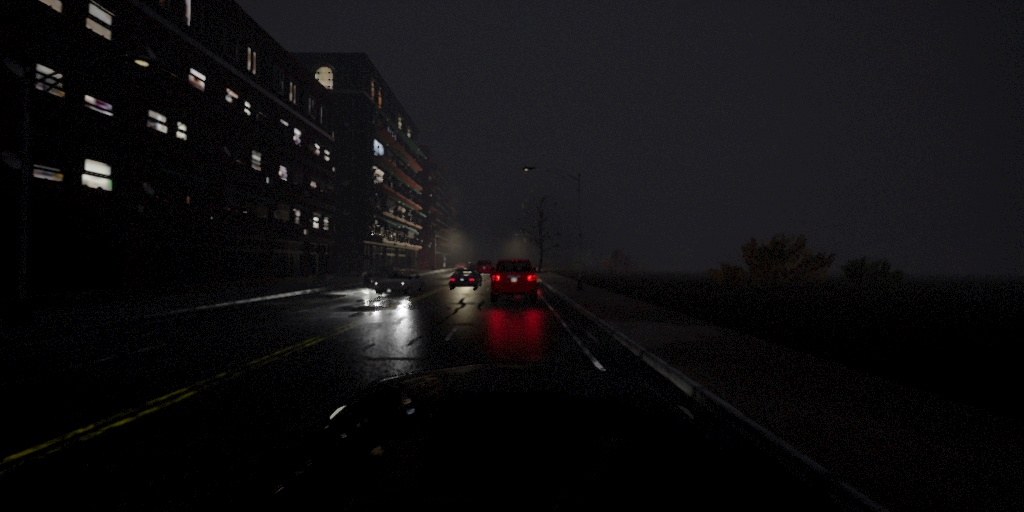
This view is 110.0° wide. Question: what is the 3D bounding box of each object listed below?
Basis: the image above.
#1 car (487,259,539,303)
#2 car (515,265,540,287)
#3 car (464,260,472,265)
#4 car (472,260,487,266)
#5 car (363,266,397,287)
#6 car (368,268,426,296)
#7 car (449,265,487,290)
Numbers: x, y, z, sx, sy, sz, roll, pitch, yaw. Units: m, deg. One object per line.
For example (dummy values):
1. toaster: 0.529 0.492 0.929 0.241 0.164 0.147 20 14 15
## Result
1. car: 0.090 1.171 18.321 2.150 2.045 5.566 0 -1 0
2. car: 1.122 1.528 28.727 1.801 1.575 5.366 0 -1 0
3. car: -6.581 1.705 63.763 2.150 2.045 5.566 0 -1 1
4. car: -3.173 1.471 43.589 2.150 2.045 5.566 0 0 0
5. car: -9.867 1.554 27.875 2.128 1.511 4.902 0 -1 0
6. car: -6.611 1.588 21.501 1.895 1.301 4.718 0 -1 0
7. car: -3.162 1.577 25.155 2.033 1.411 5.357 0 -1 0
